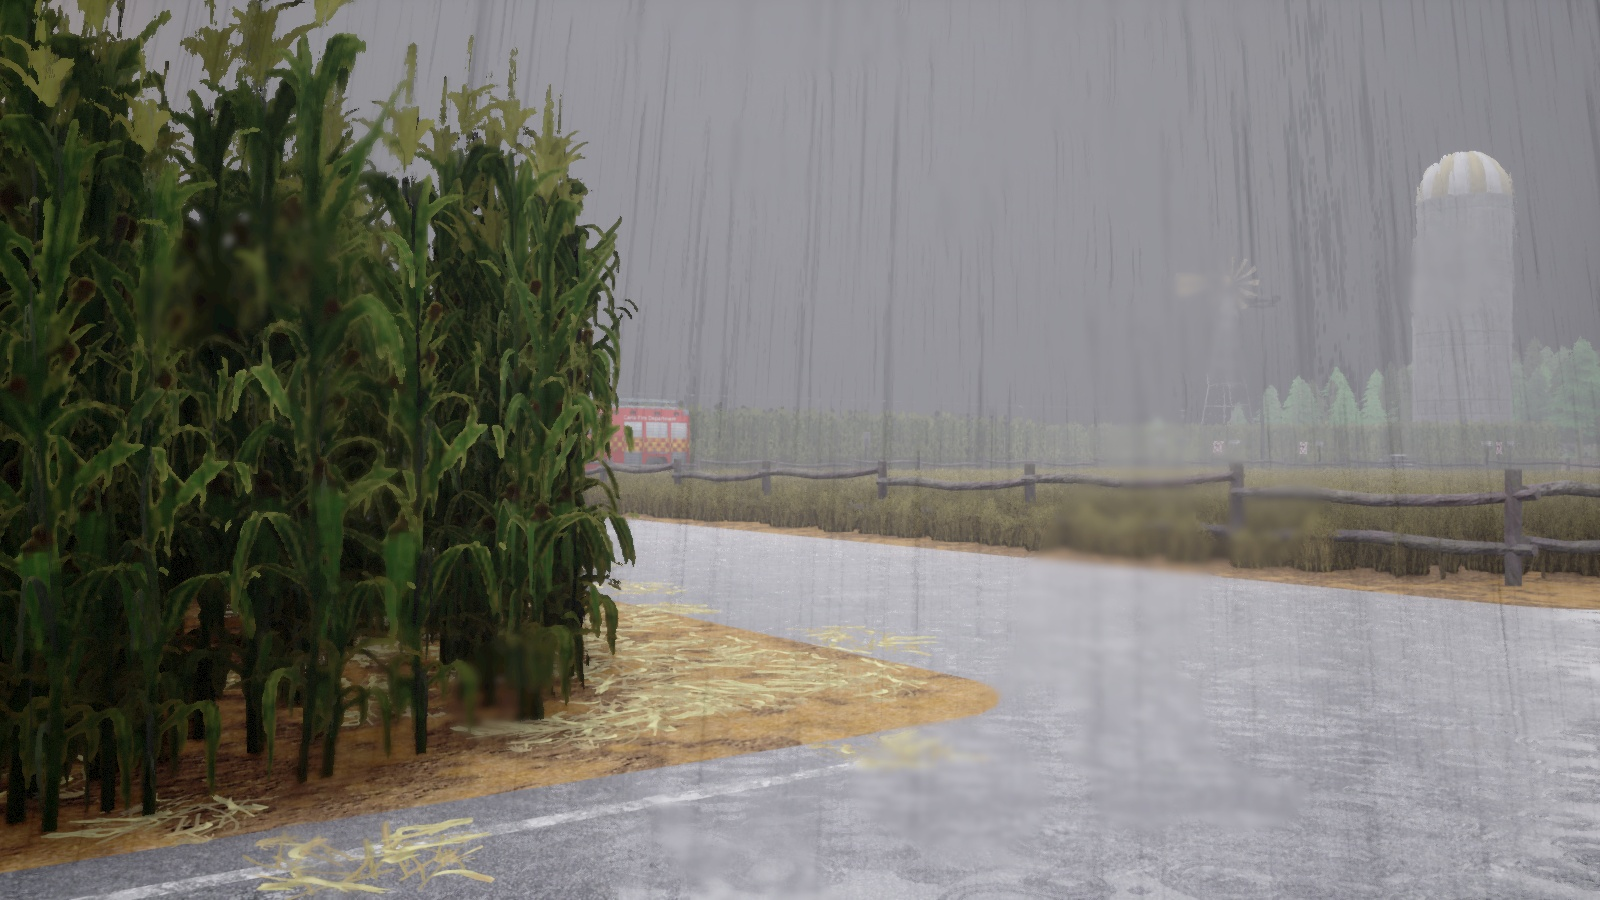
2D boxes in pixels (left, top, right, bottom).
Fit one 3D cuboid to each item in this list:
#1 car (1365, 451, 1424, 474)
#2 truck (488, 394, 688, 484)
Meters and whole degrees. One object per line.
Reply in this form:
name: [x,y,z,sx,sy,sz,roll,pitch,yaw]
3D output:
car: [40.053,0.832,84.691,1.970,1.475,3.806,0,0,-4]
truck: [-9.525,-0.425,56.943,8.468,3.827,2.891,1,-1,-34]
